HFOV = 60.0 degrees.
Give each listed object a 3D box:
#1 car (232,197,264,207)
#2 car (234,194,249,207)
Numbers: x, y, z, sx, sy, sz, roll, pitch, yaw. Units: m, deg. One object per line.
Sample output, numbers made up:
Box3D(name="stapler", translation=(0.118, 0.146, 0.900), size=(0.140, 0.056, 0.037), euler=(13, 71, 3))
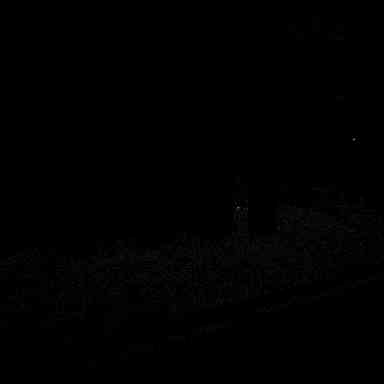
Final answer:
Box3D(name="car", translation=(8.636, 1.529, 51.782), size=(1.882, 1.535, 5.008), euler=(1, -1, -35))
Box3D(name="car", translation=(5.682, 1.249, 50.317), size=(2.150, 2.045, 5.566), euler=(1, -1, -35))
